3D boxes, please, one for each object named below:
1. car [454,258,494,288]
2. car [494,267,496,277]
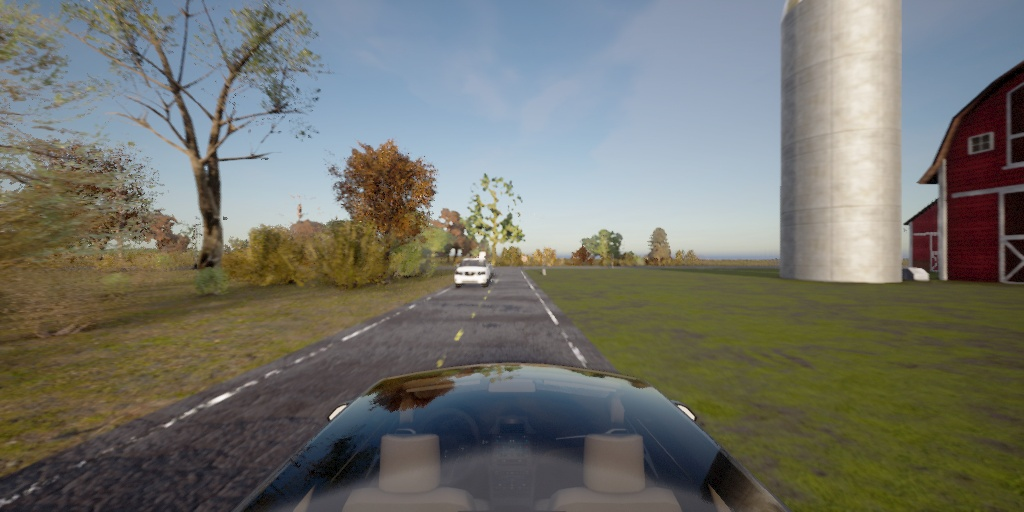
[{"bbox_3d":[-2.734,1.148,26.026,2.150,2.045,5.566,0,-1,0],"label":"car"},{"bbox_3d":[-2.734,1.509,37.079,1.837,1.490,4.892,0,-1,0],"label":"car"}]
